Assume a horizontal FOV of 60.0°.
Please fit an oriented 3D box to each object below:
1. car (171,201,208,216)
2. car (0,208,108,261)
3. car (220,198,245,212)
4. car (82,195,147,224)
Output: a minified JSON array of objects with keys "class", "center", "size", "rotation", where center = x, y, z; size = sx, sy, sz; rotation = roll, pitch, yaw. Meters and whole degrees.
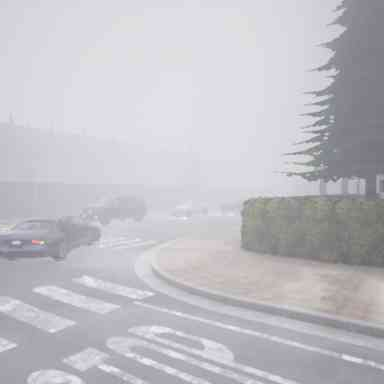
[{"class":"car","center":[-0.105,1.583,33.015],"size":[1.812,1.442,4.674],"rotation":[0,0,35]},{"class":"car","center":[-5.071,1.563,12.386],"size":[2.033,1.411,5.357],"rotation":[-1,0,3]},{"class":"car","center":[5.241,1.535,40.561],"size":[1.882,1.535,5.008],"rotation":[0,0,35]},{"class":"car","center":[-5.782,1.278,25.063],"size":[2.150,2.045,5.566],"rotation":[0,0,35]}]
